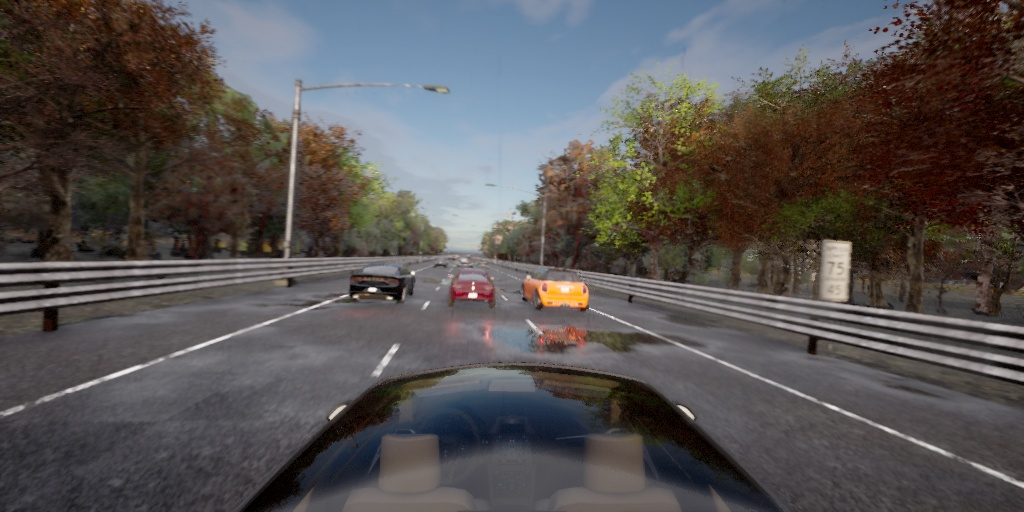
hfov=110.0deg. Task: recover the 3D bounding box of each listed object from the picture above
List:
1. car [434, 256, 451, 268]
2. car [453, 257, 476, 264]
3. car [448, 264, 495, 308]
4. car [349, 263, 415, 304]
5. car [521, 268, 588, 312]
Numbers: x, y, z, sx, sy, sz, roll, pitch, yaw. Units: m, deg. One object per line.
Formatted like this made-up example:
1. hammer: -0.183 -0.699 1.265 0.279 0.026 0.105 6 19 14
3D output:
1. car: -10.965 1.049 55.600 2.033 1.411 5.357 3 0 -8
2. car: -5.824 1.220 44.218 2.128 1.511 4.902 3 0 -8
3. car: -1.752 1.280 15.432 1.812 1.442 4.674 3 0 -8
4. car: -5.210 1.022 14.962 1.882 1.535 5.008 3 0 -8
5. car: 1.733 1.316 15.829 2.097 1.767 4.553 3 0 -8
